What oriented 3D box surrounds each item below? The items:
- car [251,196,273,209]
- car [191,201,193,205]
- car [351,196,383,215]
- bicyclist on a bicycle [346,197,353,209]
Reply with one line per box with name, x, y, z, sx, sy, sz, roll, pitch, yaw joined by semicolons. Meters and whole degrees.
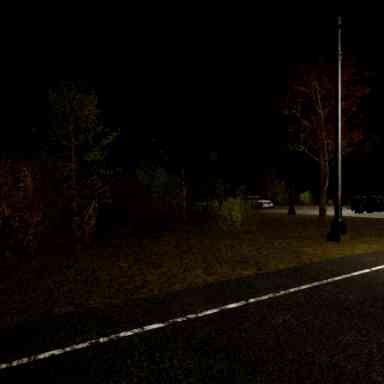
car;10.160;1.661;52.290;2.150;2.045;5.566;-2;0;-31
car;0.909;2.222;68.094;1.837;1.490;4.892;-2;0;-31
car;19.929;1.432;35.643;2.150;2.045;5.566;-2;0;-29
bicyclist on a bicycle;22.255;1.579;46.806;1.656;1.620;0.582;0;0;-31
